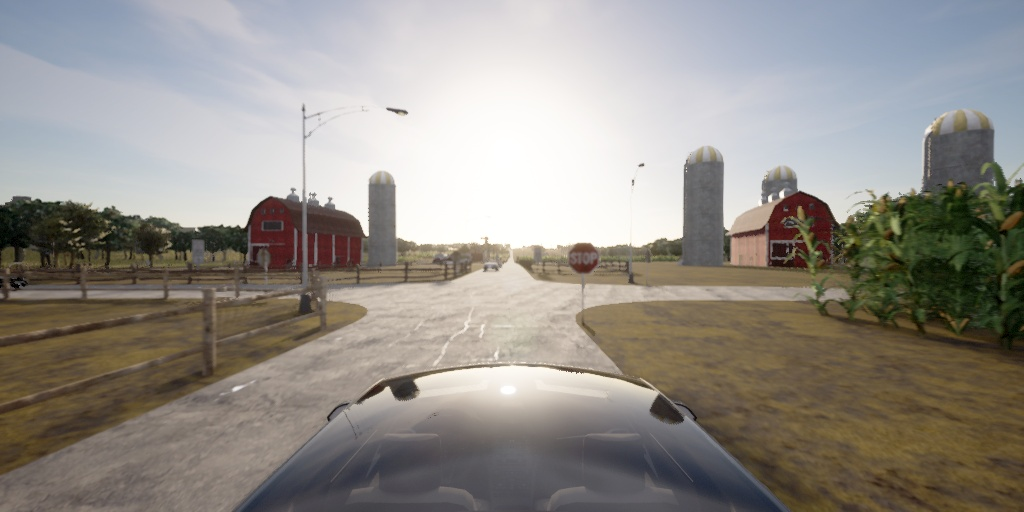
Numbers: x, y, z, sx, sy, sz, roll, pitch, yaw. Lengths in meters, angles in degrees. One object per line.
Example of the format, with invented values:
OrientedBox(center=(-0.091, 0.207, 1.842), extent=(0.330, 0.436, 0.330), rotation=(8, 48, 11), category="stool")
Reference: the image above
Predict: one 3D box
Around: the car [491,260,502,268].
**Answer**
OrientedBox(center=(-2.754, 1.435, 64.672), extent=(1.895, 1.301, 4.718), rotation=(0, 0, 0), category="car")

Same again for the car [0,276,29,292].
OrientedBox(center=(-29.118, 1.364, 19.103), extent=(4.718, 1.301, 1.895), rotation=(0, 1, 0), category="car")

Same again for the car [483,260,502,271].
OrientedBox(center=(-2.813, 1.231, 48.171), extent=(2.128, 1.511, 4.902), rotation=(0, 0, 0), category="car")
